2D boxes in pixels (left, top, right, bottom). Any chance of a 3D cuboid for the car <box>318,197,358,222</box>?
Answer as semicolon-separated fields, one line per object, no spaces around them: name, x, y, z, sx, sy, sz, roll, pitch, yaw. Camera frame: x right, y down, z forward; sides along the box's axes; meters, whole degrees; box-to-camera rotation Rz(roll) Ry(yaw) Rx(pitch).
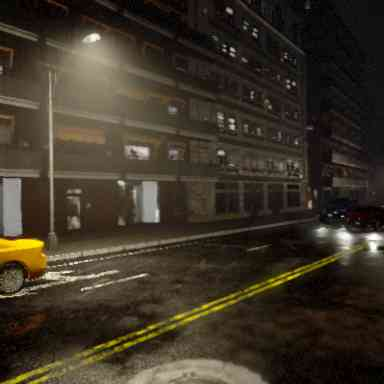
car;12.467;1.435;27.857;2.150;2.045;5.566;-1;-1;41

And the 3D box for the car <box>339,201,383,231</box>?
car;11.631;1.625;21.935;1.882;1.535;5.008;-1;-1;41

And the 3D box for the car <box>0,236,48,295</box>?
car;-5.881;1.655;7.346;1.882;1.535;5.008;-1;-1;43
